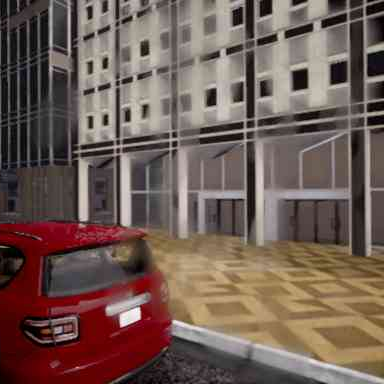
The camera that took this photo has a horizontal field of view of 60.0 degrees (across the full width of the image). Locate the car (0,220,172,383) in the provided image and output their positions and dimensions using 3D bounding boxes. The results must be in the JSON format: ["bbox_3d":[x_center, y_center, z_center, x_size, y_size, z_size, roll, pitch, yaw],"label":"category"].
[{"bbox_3d":[-2.560,1.336,4.705,5.009,1.841,2.192,0,0,36],"label":"car"}]
